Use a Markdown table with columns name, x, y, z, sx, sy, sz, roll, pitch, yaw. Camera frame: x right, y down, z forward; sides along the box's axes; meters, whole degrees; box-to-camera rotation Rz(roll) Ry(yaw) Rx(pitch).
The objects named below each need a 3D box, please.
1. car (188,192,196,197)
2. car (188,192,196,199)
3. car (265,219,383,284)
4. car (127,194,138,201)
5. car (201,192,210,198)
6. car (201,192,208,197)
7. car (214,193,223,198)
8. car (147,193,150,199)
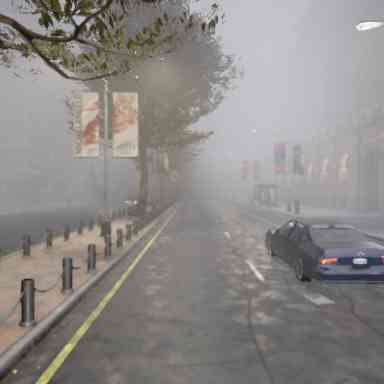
| name | x | y | z | sx | sy | sz | roll | pitch | yaw |
| --- | --- | --- | --- | --- | --- | --- | --- | --- | --- |
| car | 0.028 | 0.670 | 93.640 | 1.994 | 1.385 | 4.181 | 0 | 0 | 0 |
| car | 0.026 | 0.861 | 83.523 | 1.837 | 1.490 | 4.892 | 0 | 0 | 0 |
| car | 3.498 | 1.474 | 9.440 | 2.033 | 1.411 | 5.357 | 0 | 0 | 0 |
| car | -11.485 | 1.104 | 65.626 | 1.895 | 1.301 | 4.718 | 0 | 0 | 0 |
| car | 3.526 | 0.911 | 83.875 | 1.994 | 1.385 | 4.181 | 0 | 0 | 0 |
| car | 3.529 | 0.712 | 93.670 | 1.895 | 1.301 | 4.718 | 0 | 0 | 0 |
| car | 6.776 | 0.942 | 86.181 | 1.895 | 1.301 | 4.718 | 0 | 0 | 0 |
| car | -11.475 | 0.905 | 81.477 | 2.128 | 1.511 | 4.902 | 0 | 0 | 0 |
